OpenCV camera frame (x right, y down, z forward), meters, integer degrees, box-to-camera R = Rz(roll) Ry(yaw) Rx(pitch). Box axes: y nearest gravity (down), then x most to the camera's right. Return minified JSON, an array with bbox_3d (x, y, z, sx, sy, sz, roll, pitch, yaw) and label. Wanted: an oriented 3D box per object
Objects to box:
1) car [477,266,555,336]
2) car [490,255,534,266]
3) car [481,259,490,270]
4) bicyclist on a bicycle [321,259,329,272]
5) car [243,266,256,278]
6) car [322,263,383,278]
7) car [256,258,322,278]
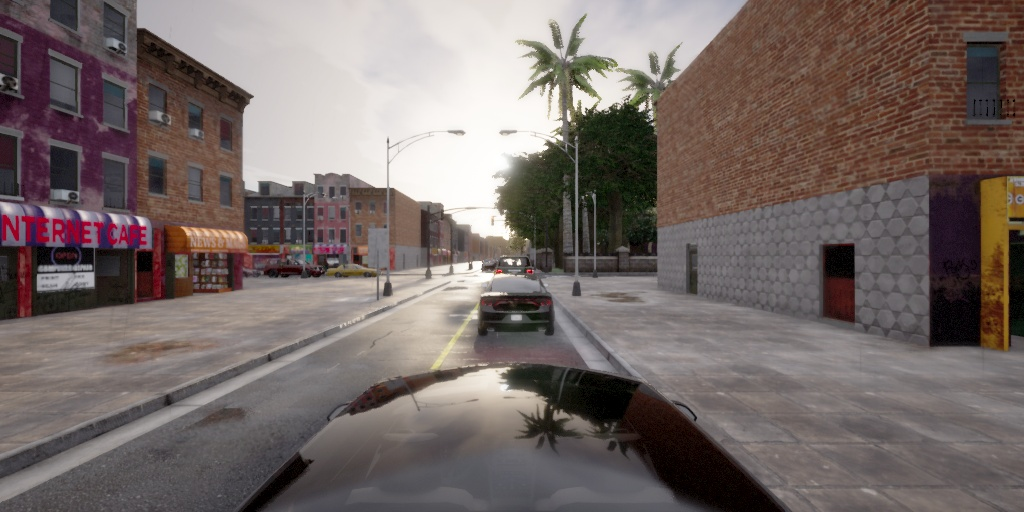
[{"bbox_3d":[0.099,1.230,10.494,1.882,1.535,5.008,0,0,0],"label":"car"},{"bbox_3d":[0.102,0.980,20.463,2.150,2.045,5.566,0,0,-1],"label":"car"},{"bbox_3d":[-2.850,1.140,46.572,2.097,1.767,4.553,0,0,0],"label":"car"},{"bbox_3d":[-20.145,1.124,38.679,0.582,1.620,1.656,0,0,0],"label":"bicyclist on a bicycle"},{"bbox_3d":[-25.515,1.409,33.026,4.207,1.307,1.802,0,0,0],"label":"car"},{"bbox_3d":[-14.441,1.324,33.040,4.829,1.417,1.751,0,0,0],"label":"car"},{"bbox_3d":[-20.062,1.128,33.033,5.009,1.841,2.192,0,0,0],"label":"car"}]
